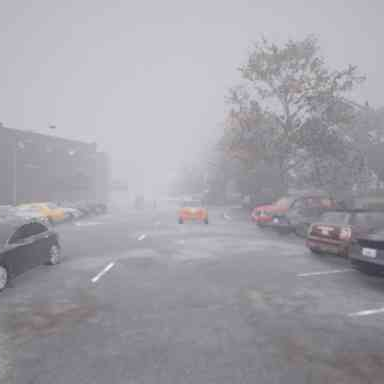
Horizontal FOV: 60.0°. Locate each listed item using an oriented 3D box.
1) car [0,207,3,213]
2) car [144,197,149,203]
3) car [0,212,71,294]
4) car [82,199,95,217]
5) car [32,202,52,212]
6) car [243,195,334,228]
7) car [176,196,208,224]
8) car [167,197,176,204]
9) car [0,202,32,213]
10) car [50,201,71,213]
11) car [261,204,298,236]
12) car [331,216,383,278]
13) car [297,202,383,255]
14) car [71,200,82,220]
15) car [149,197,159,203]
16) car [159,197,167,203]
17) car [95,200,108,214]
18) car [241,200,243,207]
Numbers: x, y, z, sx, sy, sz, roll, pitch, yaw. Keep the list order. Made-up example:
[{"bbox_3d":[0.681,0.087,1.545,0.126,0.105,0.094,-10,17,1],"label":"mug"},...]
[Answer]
[{"bbox_3d":[-11.385,1.529,14.636,4.792,1.488,2.163,-1,0,-20],"label":"car"},{"bbox_3d":[-11.926,2.244,90.667,2.097,1.535,5.008,-1,0,-41],"label":"car"},{"bbox_3d":[-5.095,1.510,8.757,1.837,1.490,4.892,0,0,0],"label":"car"},{"bbox_3d":[-11.416,1.525,29.294,4.892,1.521,2.231,-1,0,-20],"label":"car"},{"bbox_3d":[-11.413,1.550,20.492,4.674,1.452,2.002,-1,0,-20],"label":"car"},{"bbox_3d":[6.381,1.259,20.503,5.566,2.045,2.435,1,0,-20],"label":"car"},{"bbox_3d":[0.106,1.385,25.494,2.097,1.767,4.553,0,0,0],"label":"car"},{"bbox_3d":[-3.452,1.933,76.040,2.231,1.521,4.892,0,0,-18],"label":"car"},{"bbox_3d":[-11.422,1.506,17.562,4.892,1.521,2.231,-1,0,-20],"label":"car"},{"bbox_3d":[-11.582,1.513,23.357,5.366,1.575,1.946,-1,0,-20],"label":"car"},{"bbox_3d":[6.428,1.535,17.585,4.792,1.488,2.163,1,0,-20],"label":"car"},{"bbox_3d":[6.427,1.522,8.750,4.792,1.488,2.163,1,0,-20],"label":"car"},{"bbox_3d":[6.375,1.370,11.673,4.553,1.767,2.185,1,0,-20],"label":"car"},{"bbox_3d":[-11.412,1.559,26.360,4.674,1.452,2.002,-1,0,-20],"label":"car"},{"bbox_3d":[-8.408,2.102,86.211,2.231,1.521,4.892,-1,-1,-35],"label":"car"},{"bbox_3d":[-5.657,2.021,81.340,2.097,1.535,5.008,-1,-1,-27],"label":"car"},{"bbox_3d":[-11.405,1.534,35.157,4.892,1.521,2.231,-1,0,-20],"label":"car"},{"bbox_3d":[8.434,1.135,41.071,4.553,1.767,2.097,-4,1,-18],"label":"car"}]
